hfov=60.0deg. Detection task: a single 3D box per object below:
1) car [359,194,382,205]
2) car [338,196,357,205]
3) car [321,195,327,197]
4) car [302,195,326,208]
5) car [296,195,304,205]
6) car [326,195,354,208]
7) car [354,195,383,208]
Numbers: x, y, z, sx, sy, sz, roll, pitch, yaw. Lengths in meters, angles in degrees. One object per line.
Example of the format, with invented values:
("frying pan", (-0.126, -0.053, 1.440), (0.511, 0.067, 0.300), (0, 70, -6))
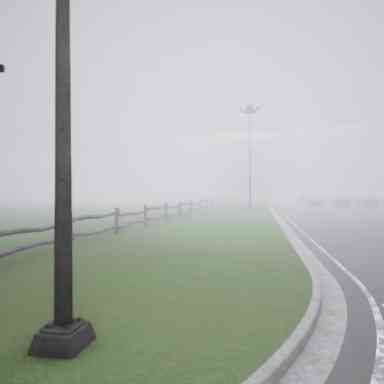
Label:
("car", (29.391, 1.236, 54.911), (2.097, 1.767, 4.553), (0, 0, 11))
("car", (25.963, 1.395, 55.618), (1.837, 1.490, 4.892), (0, 0, 11))
("car", (22.523, 1.248, 56.266), (2.097, 1.767, 4.553), (0, 0, 11))
("car", (17.157, 1.518, 46.893), (1.895, 1.301, 4.718), (0, 0, 11))
("car", (19.089, 1.254, 56.945), (2.097, 1.767, 4.553), (0, 0, 11))
("car", (20.557, 1.388, 46.298), (1.882, 1.535, 5.008), (0, 0, 11))
("car", (23.991, 1.382, 45.622), (1.882, 1.535, 5.008), (0, 0, 11))
